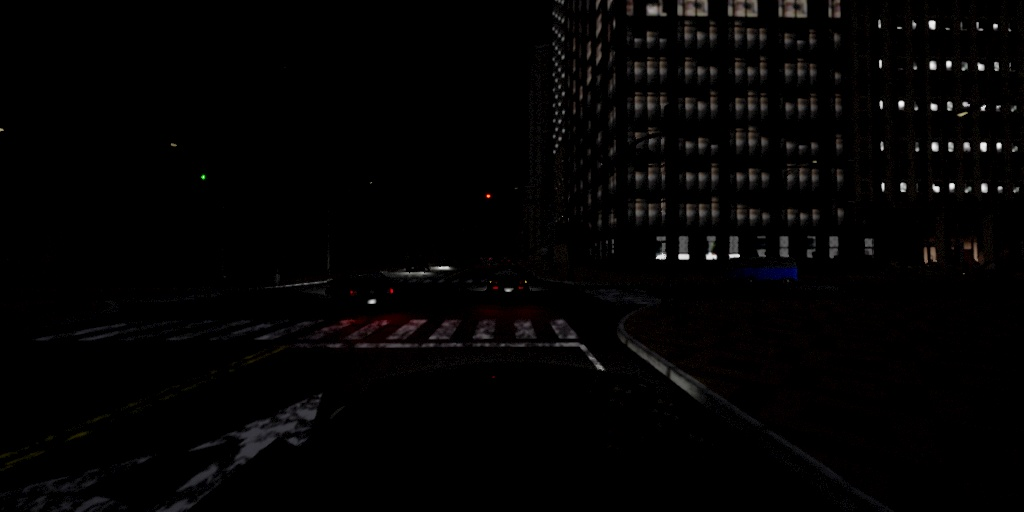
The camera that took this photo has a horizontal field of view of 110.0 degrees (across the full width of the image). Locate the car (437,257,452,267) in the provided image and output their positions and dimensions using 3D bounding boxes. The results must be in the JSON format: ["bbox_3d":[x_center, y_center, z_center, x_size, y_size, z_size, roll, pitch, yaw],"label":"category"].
[{"bbox_3d":[-10.915,0.950,58.251,2.128,1.511,4.902,0,0,-1],"label":"car"}]

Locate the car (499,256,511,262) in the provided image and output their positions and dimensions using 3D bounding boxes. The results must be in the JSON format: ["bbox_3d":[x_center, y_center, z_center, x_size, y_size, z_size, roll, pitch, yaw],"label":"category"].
[{"bbox_3d":[-1.190,0.923,62.607,1.882,1.535,5.008,0,0,-1],"label":"car"}]

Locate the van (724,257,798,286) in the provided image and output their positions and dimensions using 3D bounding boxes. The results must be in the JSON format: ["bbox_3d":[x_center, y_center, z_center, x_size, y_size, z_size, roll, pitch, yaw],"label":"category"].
[{"bbox_3d":[15.548,0.948,22.490,3.998,1.789,1.690,0,0,-2],"label":"van"}]

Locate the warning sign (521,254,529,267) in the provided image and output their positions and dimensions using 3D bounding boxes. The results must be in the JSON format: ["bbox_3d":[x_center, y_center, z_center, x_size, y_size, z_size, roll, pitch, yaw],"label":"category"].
[{"bbox_3d":[1.886,0.590,51.164,1.300,1.860,1.060,0,0,-1],"label":"warning sign"}]

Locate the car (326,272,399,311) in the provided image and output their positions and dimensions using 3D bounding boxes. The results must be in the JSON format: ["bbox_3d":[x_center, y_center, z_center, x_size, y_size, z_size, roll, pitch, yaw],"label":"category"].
[{"bbox_3d":[-6.043,1.266,14.227,1.895,1.301,4.718,0,0,-33],"label":"car"}]

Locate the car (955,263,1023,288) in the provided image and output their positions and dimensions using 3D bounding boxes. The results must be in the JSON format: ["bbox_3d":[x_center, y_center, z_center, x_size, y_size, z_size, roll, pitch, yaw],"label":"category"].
[{"bbox_3d":[28.558,1.085,20.306,4.718,1.301,1.895,0,-1,-2],"label":"car"}]

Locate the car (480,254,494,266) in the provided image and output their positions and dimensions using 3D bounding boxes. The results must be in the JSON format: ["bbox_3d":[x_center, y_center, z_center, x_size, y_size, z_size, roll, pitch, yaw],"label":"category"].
[{"bbox_3d":[-4.441,0.668,62.573,2.150,2.045,5.566,0,0,-1],"label":"car"}]

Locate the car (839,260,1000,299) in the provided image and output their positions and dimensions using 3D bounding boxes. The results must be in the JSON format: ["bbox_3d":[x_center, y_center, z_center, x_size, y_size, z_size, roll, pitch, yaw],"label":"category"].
[{"bbox_3d":[16.086,0.967,14.479,4.829,1.417,1.751,0,0,-2],"label":"car"}]

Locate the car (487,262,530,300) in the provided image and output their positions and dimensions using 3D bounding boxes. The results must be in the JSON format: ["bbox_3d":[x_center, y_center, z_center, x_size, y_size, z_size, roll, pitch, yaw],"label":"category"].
[{"bbox_3d":[-0.192,1.174,16.725,1.812,1.442,4.674,0,0,-1],"label":"car"}]

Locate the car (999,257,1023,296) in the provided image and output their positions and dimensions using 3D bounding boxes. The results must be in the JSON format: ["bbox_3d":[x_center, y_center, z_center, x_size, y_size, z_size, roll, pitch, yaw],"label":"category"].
[{"bbox_3d":[21.498,0.851,14.652,4.097,1.591,1.967,0,0,-2],"label":"car"}]

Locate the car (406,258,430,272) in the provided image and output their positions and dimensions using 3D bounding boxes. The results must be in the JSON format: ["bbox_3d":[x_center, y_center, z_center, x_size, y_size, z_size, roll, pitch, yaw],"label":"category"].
[{"bbox_3d":[-10.600,1.023,40.636,1.837,1.490,4.892,0,0,-1],"label":"car"}]
